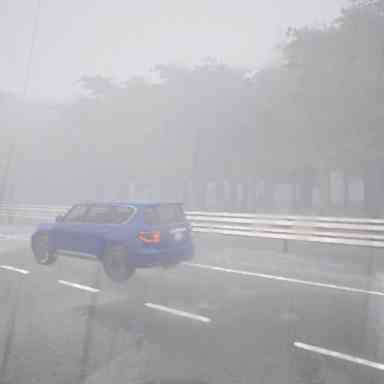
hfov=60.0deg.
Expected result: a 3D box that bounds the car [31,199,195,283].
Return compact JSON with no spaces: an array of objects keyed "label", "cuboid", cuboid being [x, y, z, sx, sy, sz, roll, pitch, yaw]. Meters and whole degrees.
[{"label":"car","cuboid":[-2.524,1.224,9.969,5.566,2.045,2.150,0,0,36]}]
